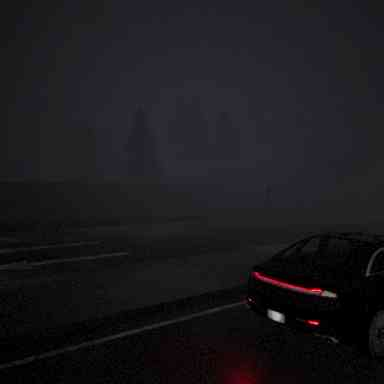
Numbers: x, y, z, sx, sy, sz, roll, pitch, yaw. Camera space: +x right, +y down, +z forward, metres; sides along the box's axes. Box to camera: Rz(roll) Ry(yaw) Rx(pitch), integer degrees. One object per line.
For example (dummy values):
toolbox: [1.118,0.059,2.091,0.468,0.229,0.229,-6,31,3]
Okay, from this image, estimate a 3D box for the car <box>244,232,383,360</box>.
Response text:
car: [3.124,1.491,5.976,4.902,1.511,2.128,0,0,-35]
